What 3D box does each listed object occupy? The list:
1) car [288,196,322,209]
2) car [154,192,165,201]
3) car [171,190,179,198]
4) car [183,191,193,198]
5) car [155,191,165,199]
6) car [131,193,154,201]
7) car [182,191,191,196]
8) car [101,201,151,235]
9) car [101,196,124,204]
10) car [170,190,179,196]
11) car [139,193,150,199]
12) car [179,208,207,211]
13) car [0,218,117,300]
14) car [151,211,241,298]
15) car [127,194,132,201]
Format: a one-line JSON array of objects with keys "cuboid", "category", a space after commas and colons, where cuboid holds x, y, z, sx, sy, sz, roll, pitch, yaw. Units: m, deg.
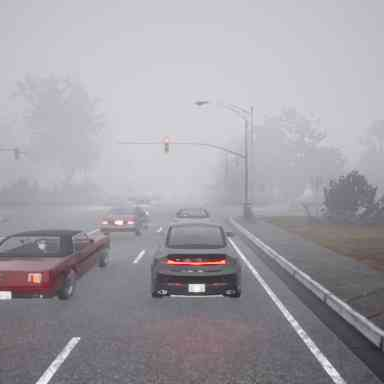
[{"cuboid": [13.633, 1.212, 38.484, 4.902, 1.511, 2.128, 0, 0, -3], "category": "car"}, {"cuboid": [-7.228, 0.953, 67.617, 2.128, 1.511, 4.902, 0, 0, 0], "category": "car"}, {"cuboid": [-4.217, 0.752, 84.807, 2.128, 1.511, 4.902, 0, 1, -4], "category": "car"}, {"cuboid": [-0.745, 0.772, 85.347, 1.994, 1.385, 4.181, 0, 1, -4], "category": "car"}, {"cuboid": [-7.431, 0.681, 78.435, 2.097, 1.767, 4.553, 0, 1, -2], "category": "car"}, {"cuboid": [-7.221, 1.196, 49.100, 1.994, 1.385, 4.181, 0, 0, 0], "category": "car"}, {"cuboid": [-1.506, 0.452, 95.224, 2.033, 1.411, 5.357, 0, 1, -7], "category": "car"}, {"cuboid": [-3.462, 1.440, 17.835, 2.033, 1.411, 5.357, 0, 0, -1], "category": "car"}, {"cuboid": [-11.171, 1.251, 46.954, 1.895, 1.301, 4.718, 0, 0, 7], "category": "car"}, {"cuboid": [-4.986, 0.270, 94.854, 2.097, 1.767, 4.553, 0, 1, -7], "category": "car"}, {"cuboid": [-10.887, 0.900, 76.767, 1.994, 1.385, 4.181, 0, 1, -1], "category": "car"}, {"cuboid": [0.064, 1.494, 17.742, 1.895, 1.301, 4.718, 0, 0, 0], "category": "car"}, {"cuboid": [-3.421, 1.569, 8.246, 1.895, 1.301, 4.718, 0, 0, 0], "category": "car"}, {"cuboid": [0.080, 1.472, 8.429, 1.837, 1.490, 4.892, 0, 0, 0], "category": "car"}, {"cuboid": [-10.727, 1.069, 61.699, 2.033, 1.411, 5.357, 0, 1, 0], "category": "car"}]
